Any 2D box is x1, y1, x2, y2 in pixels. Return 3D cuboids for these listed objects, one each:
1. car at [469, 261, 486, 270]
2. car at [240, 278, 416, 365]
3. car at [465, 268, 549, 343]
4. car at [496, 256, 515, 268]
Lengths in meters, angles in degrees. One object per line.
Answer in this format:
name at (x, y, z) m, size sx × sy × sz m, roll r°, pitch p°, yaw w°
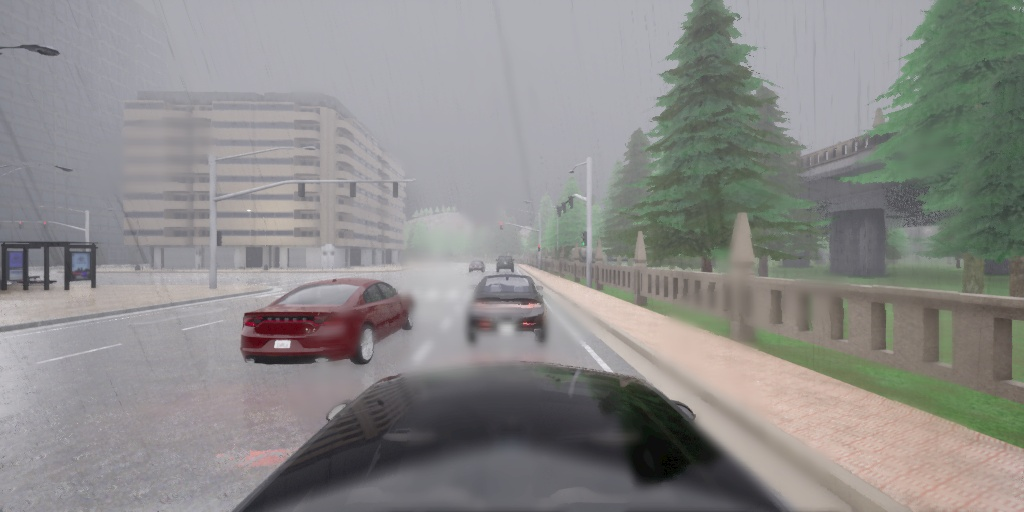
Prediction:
car at (-4.367, 1.298, 45.010) m, size 2.033 × 1.411 × 5.357 m, roll 0°, pitch 0°, yaw -1°
car at (-3.595, 1.228, 8.081) m, size 1.882 × 1.535 × 5.008 m, roll 0°, pitch 0°, yaw 0°
car at (-0.127, 1.242, 9.643) m, size 2.128 × 1.511 × 4.902 m, roll 0°, pitch 0°, yaw -1°
car at (-0.865, 0.972, 45.331) m, size 2.150 × 2.045 × 5.566 m, roll 0°, pitch 0°, yaw -1°
